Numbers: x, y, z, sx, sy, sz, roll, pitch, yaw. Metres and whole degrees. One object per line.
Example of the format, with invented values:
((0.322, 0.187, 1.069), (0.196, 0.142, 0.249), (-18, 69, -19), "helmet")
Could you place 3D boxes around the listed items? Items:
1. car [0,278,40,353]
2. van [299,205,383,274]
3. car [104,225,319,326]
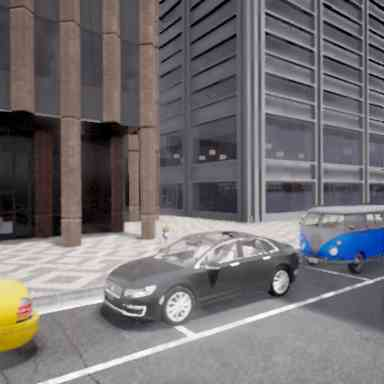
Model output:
((-4.327, 1.529, 3.565), (4.829, 1.417, 1.752), (0, 0, -36), "car")
((4.987, 1.317, 10.212), (3.998, 1.788, 1.690), (0, 0, -36), "van")
((0.399, 1.540, 6.937), (4.403, 1.369, 2.008), (0, 0, -36), "car")
